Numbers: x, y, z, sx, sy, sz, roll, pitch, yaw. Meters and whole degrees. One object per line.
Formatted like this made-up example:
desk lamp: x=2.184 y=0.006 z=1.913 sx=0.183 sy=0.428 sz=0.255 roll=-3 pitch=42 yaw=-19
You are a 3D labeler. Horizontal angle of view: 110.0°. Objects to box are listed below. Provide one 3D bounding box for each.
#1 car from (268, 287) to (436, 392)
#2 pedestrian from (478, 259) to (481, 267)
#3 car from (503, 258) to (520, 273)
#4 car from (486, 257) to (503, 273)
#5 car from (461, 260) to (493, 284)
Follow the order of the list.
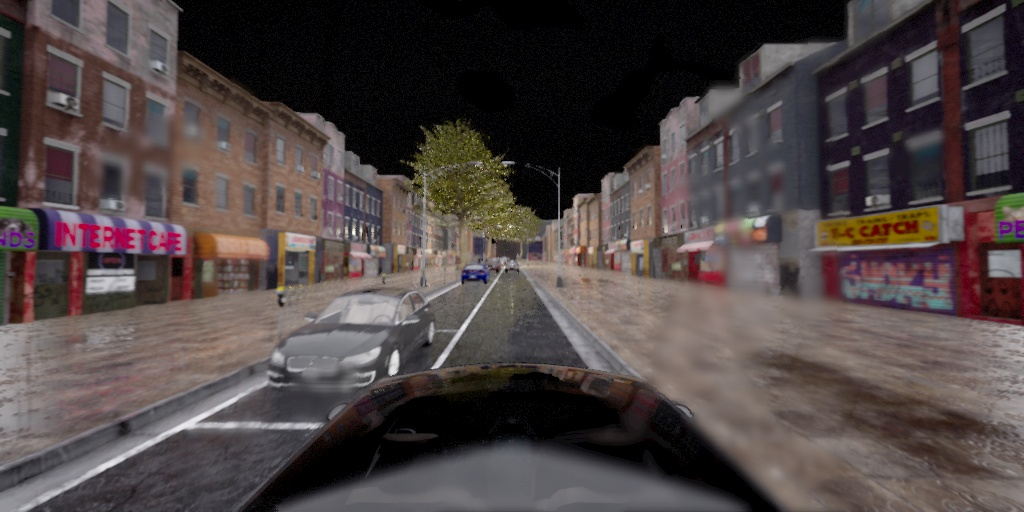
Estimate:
car: x=-2.634 y=1.322 z=6.861 sx=2.007 sy=1.370 sz=4.403 roll=0 pitch=0 yaw=0
pedestrian: x=-2.740 y=1.117 z=30.720 sx=0.375 sy=1.860 sz=0.375 roll=-2 pitch=-2 yaw=0
car: x=0.050 y=1.388 z=46.503 sx=2.033 sy=1.411 sz=5.357 roll=0 pitch=0 yaw=1
car: x=-2.622 y=1.154 z=45.616 sx=2.192 sy=1.841 sz=5.009 roll=0 pitch=0 yaw=0
car: x=-2.741 y=1.297 z=27.690 sx=1.882 sy=1.535 sz=5.008 roll=0 pitch=0 yaw=0
